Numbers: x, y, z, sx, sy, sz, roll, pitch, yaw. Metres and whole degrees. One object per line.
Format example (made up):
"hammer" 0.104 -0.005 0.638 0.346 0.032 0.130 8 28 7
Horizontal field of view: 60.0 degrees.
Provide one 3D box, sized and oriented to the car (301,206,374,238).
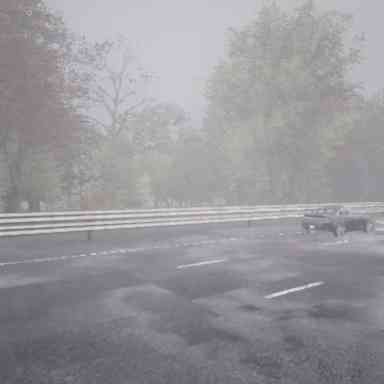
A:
"car" 7.970 1.542 18.022 4.902 1.511 2.128 0 0 -35
